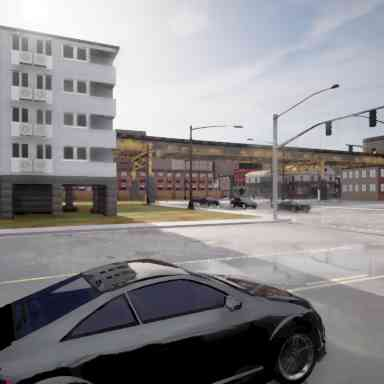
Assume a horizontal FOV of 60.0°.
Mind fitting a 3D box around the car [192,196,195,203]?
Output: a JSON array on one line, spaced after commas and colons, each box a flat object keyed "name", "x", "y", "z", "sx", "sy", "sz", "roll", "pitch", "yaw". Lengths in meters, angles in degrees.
[{"name": "car", "x": 0.742, "y": 1.547, "z": 65.788, "sx": 2.033, "sy": 1.411, "sz": 5.357, "roll": 0, "pitch": 0, "yaw": 3}]

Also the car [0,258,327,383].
[{"name": "car", "x": -0.346, "y": 1.564, "z": 4.078, "sx": 4.181, "sy": 1.385, "sz": 1.994, "roll": 0, "pitch": 0, "yaw": -30}]

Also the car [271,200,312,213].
[{"name": "car", "x": 11.070, "y": 1.601, "z": 37.291, "sx": 1.895, "sy": 1.301, "sz": 4.718, "roll": 0, "pitch": 0, "yaw": -26}]

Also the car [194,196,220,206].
[{"name": "car", "x": 2.705, "y": 1.547, "z": 55.301, "sx": 2.033, "sy": 1.411, "sz": 5.357, "roll": 0, "pitch": 0, "yaw": -21}]

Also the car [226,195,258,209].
[{"name": "car", "x": 7.052, "y": 1.505, "z": 45.763, "sx": 1.837, "sy": 1.490, "sz": 4.892, "roll": 0, "pitch": 0, "yaw": -25}]
